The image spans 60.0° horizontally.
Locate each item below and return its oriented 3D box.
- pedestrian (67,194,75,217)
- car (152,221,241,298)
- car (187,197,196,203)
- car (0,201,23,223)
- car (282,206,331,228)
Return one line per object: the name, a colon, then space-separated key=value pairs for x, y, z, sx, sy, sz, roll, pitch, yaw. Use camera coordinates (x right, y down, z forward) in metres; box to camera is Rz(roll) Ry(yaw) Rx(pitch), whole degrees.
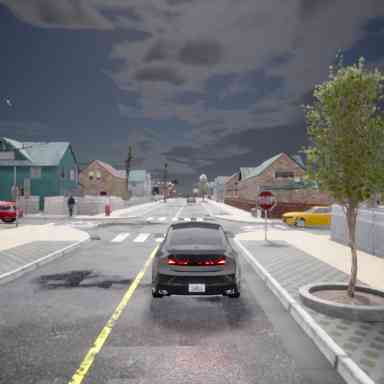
pedestrian: x=-9.687 y=1.047 z=26.608 sx=0.375 sy=1.860 sz=0.375 roll=0 pitch=-2 yaw=0
car: x=0.081 y=1.510 z=8.513 sx=1.837 sy=1.490 sz=4.892 roll=0 pitch=0 yaw=0
car: x=-0.165 y=1.749 z=75.671 sx=1.994 sy=1.385 sz=4.181 roll=0 pitch=0 yaw=0
car: x=-13.622 y=0.941 z=20.748 sx=5.566 sy=2.045 sz=2.150 roll=1 pitch=-1 yaw=-1
car: x=8.947 y=1.751 z=23.609 sx=5.008 sy=1.535 sz=1.882 roll=1 pitch=-1 yaw=-2
